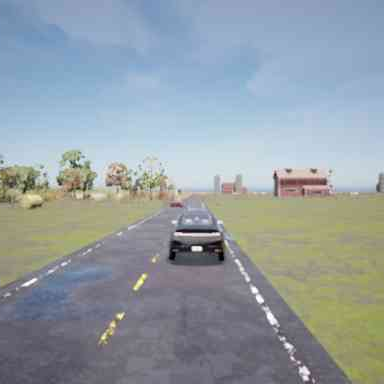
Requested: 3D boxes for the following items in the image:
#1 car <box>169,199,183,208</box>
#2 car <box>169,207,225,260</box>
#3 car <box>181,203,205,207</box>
[{"bbox_3d":[-2.297,1.712,49.677,1.895,1.301,4.718,0,0,1],"label":"car"},{"bbox_3d":[0.196,1.525,12.585,2.128,1.511,4.902,0,0,1],"label":"car"},{"bbox_3d":[0.342,1.668,26.503,1.895,1.301,4.718,0,0,1],"label":"car"}]
